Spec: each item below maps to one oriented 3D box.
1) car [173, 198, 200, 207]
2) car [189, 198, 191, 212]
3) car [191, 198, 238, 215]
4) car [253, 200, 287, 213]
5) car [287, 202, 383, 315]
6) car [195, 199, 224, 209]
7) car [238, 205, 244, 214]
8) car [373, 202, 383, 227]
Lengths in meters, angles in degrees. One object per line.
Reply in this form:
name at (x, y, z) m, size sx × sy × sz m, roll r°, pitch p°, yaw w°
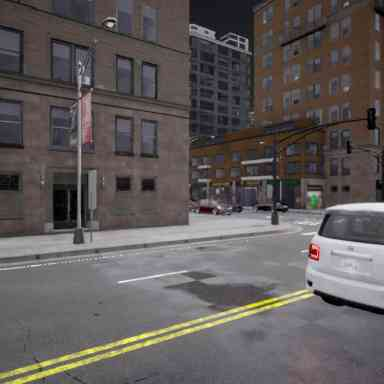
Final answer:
car at (-0.866, 1.578, 50.487) m, size 1.947 × 1.339 × 4.313 m, roll 0°, pitch 0°, yaw -35°
car at (-1.045, 1.421, 36.855) m, size 1.967 × 1.590 × 4.097 m, roll 0°, pitch 0°, yaw -35°
car at (2.139, 1.423, 32.357) m, size 1.967 × 1.590 × 4.097 m, roll 0°, pitch 0°, yaw -35°
car at (8.688, 1.580, 36.994) m, size 1.947 × 1.339 × 4.313 m, roll 0°, pitch 0°, yaw -35°
car at (4.665, 1.223, 6.780) m, size 5.566 × 2.045 × 2.150 m, roll 0°, pitch 0°, yaw -36°
car at (2.318, 1.594, 45.990) m, size 1.802 × 1.307 × 4.206 m, roll 0°, pitch 0°, yaw -35°
car at (3.268, 1.593, 35.154) m, size 1.895 × 1.301 × 4.718 m, roll 0°, pitch 0°, yaw -35°
car at (14.026, 1.477, 20.145) m, size 1.882 × 1.535 × 5.008 m, roll 0°, pitch 0°, yaw -36°
